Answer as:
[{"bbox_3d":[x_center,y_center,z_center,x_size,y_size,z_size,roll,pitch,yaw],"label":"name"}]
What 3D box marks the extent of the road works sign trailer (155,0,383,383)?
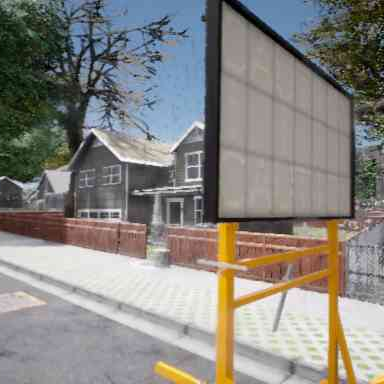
[{"bbox_3d":[0.704,0.629,2.821,2.880,3.560,2.380,-1,-4,42],"label":"road works sign trailer"}]
